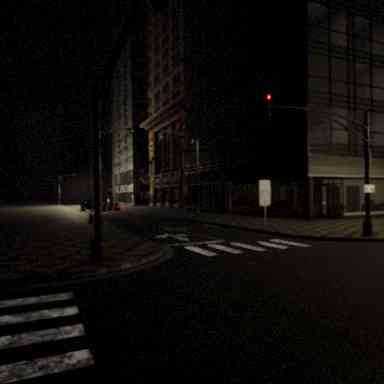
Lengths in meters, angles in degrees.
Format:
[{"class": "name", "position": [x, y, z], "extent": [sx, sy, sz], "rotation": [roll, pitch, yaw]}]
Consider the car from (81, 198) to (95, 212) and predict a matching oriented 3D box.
[{"class": "car", "position": [-16.120, 1.962, 52.277], "extent": [2.150, 2.045, 5.566], "rotation": [0, -1, -24]}]

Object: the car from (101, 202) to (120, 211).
[{"class": "car", "position": [-12.490, 2.286, 51.593], "extent": [1.895, 1.301, 4.718], "rotation": [0, -1, -23]}]

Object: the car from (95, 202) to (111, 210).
[{"class": "car", "position": [-15.775, 2.407, 58.876], "extent": [1.895, 1.301, 4.718], "rotation": [0, -1, -24]}]
